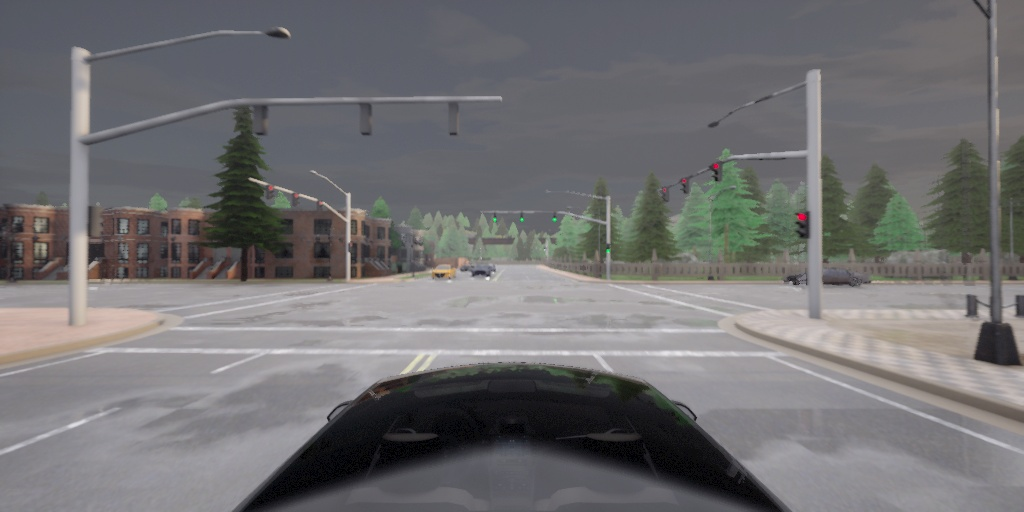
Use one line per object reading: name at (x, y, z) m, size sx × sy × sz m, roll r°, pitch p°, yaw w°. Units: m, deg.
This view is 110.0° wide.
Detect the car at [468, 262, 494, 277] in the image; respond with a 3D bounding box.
car at (-3.574, 1.559, 42.553) m, size 2.097 × 1.767 × 4.553 m, roll 0°, pitch -1°, yaw 0°

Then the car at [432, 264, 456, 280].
car at (-7.086, 1.630, 37.655) m, size 1.882 × 1.535 × 5.008 m, roll 0°, pitch 0°, yaw 0°

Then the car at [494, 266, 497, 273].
car at (-3.533, 1.888, 56.552) m, size 1.812 × 1.442 × 4.674 m, roll 0°, pitch -1°, yaw 1°

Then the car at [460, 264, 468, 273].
car at (-7.028, 1.934, 57.096) m, size 1.994 × 1.385 × 4.181 m, roll 0°, pitch -1°, yaw 1°

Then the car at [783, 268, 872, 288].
car at (23.366, 1.576, 26.640) m, size 5.357 × 1.411 × 2.033 m, roll 0°, pitch -1°, yaw 0°
